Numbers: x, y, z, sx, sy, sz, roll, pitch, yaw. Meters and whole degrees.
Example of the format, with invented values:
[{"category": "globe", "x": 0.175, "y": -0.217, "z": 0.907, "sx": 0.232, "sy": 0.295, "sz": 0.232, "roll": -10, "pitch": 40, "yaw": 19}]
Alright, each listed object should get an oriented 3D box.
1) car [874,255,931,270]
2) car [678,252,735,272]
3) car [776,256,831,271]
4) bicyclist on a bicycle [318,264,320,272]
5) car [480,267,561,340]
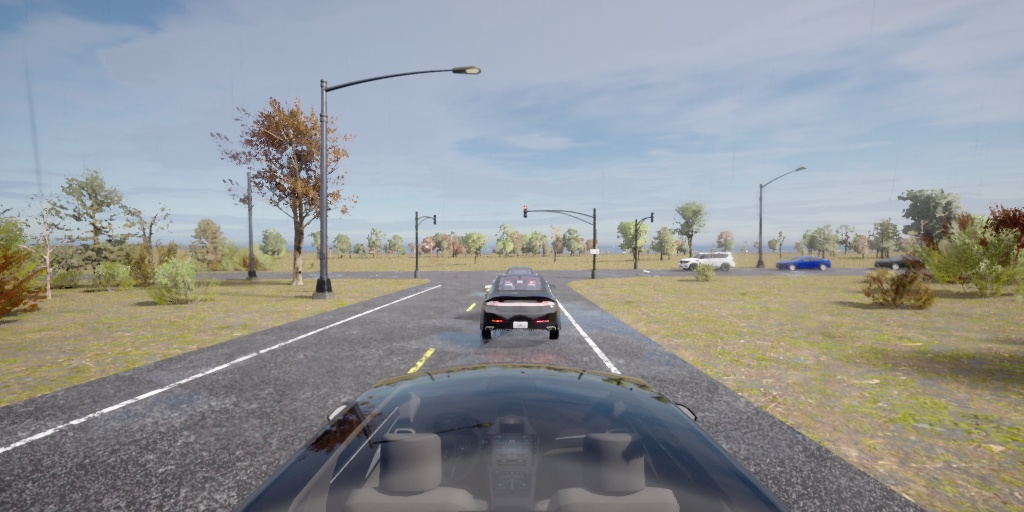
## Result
[{"category": "car", "x": 41.568, "y": 0.671, "z": 38.012, "sx": 5.008, "sy": 1.535, "sz": 1.882, "roll": -1, "pitch": 1, "yaw": 5}, {"category": "car", "x": 21.548, "y": 0.629, "z": 39.791, "sx": 5.566, "sy": 2.045, "sz": 2.150, "roll": -1, "pitch": 1, "yaw": 5}, {"category": "car", "x": 31.545, "y": 0.776, "z": 38.908, "sx": 5.008, "sy": 1.535, "sz": 1.882, "roll": -1, "pitch": 1, "yaw": 5}, {"category": "bicyclist on a bicycle", "x": -25.343, "y": 1.326, "z": 47.868, "sx": 0.582, "sy": 1.620, "sz": 1.656, "roll": -1, "pitch": 0, "yaw": 5}, {"category": "car", "x": 0.220, "y": 1.235, "z": 9.969, "sx": 2.128, "sy": 1.511, "sz": 4.902, "roll": 0, "pitch": 0, "yaw": 1}]
